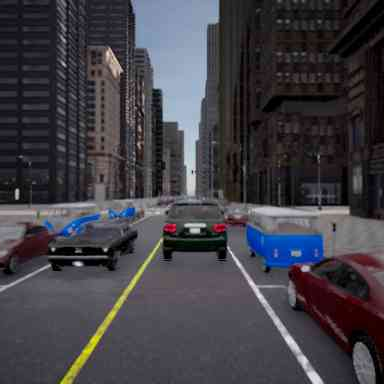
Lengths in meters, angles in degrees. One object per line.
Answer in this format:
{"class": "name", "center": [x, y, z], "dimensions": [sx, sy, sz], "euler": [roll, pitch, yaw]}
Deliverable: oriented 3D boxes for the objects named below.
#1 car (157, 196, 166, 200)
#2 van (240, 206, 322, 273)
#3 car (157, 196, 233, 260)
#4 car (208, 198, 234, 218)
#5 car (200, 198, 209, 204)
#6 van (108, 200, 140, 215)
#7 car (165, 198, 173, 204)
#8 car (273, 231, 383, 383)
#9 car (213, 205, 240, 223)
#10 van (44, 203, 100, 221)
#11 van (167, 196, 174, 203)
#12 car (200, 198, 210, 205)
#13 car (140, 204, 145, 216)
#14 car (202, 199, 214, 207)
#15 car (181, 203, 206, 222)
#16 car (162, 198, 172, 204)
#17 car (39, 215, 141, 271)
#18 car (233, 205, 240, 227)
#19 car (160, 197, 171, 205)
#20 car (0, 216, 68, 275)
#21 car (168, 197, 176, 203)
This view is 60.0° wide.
{"class": "car", "center": [-5.724, 1.792, 66.026], "dimensions": [2.192, 1.841, 5.009], "euler": [0, 0, 0]}
{"class": "van", "center": [2.767, 1.417, 10.707], "dimensions": [1.690, 1.788, 3.998], "euler": [0, 0, 0]}
{"class": "car", "center": [0.101, 1.311, 12.923], "dimensions": [2.150, 2.045, 5.566], "euler": [0, -1, 0]}
{"class": "car", "center": [2.781, 1.553, 33.417], "dimensions": [2.192, 1.841, 5.009], "euler": [0, 0, 0]}
{"class": "car", "center": [2.809, 2.107, 77.310], "dimensions": [1.887, 1.381, 4.507], "euler": [0, 0, 0]}
{"class": "van", "center": [-5.747, 1.538, 27.735], "dimensions": [1.690, 1.788, 3.998], "euler": [0, 0, 0]}
{"class": "car", "center": [-5.713, 2.187, 82.946], "dimensions": [1.802, 1.307, 4.206], "euler": [0, 0, 0]}
{"class": "car", "center": [2.764, 1.581, 5.029], "dimensions": [1.887, 1.381, 4.507], "euler": [0, 0, 0]}
{"class": "car", "center": [2.778, 1.779, 27.738], "dimensions": [1.802, 1.307, 4.206], "euler": [0, 0, 0]}
{"class": "van", "center": [-5.754, 1.457, 16.381], "dimensions": [1.690, 1.788, 3.998], "euler": [0, 0, 0]}
{"class": "van", "center": [-5.710, 1.990, 88.588], "dimensions": [1.690, 1.788, 3.998], "euler": [0, 0, 0]}
{"class": "car", "center": [2.805, 2.071, 71.669], "dimensions": [2.008, 1.369, 4.403], "euler": [0, 0, 0]}
{"class": "car", "center": [-5.744, 1.762, 33.241], "dimensions": [1.752, 1.417, 4.829], "euler": [0, 0, 0]}
{"class": "car", "center": [2.798, 1.986, 60.388], "dimensions": [2.008, 1.369, 4.403], "euler": [0, 0, 0]}
{"class": "car", "center": [0.113, 1.758, 29.612], "dimensions": [2.033, 1.411, 5.357], "euler": [0, 0, 0]}
{"class": "car", "center": [-5.716, 2.128, 77.306], "dimensions": [1.947, 1.339, 4.313], "euler": [0, 0, 0]}
{"class": "car", "center": [-3.094, 1.681, 11.286], "dimensions": [1.895, 1.301, 4.718], "euler": [0, 0, 0]}
{"class": "car", "center": [2.774, 1.597, 22.061], "dimensions": [1.967, 1.590, 4.097], "euler": [0, 0, 0]}
{"class": "car", "center": [-5.720, 1.960, 71.667], "dimensions": [1.967, 1.590, 4.097], "euler": [0, 0, 0]}
{"class": "car", "center": [-5.757, 1.658, 10.701], "dimensions": [1.802, 1.307, 4.206], "euler": [0, 0, 0]}
{"class": "car", "center": [-5.706, 2.133, 94.228], "dimensions": [1.967, 1.590, 4.097], "euler": [0, 0, 0]}
